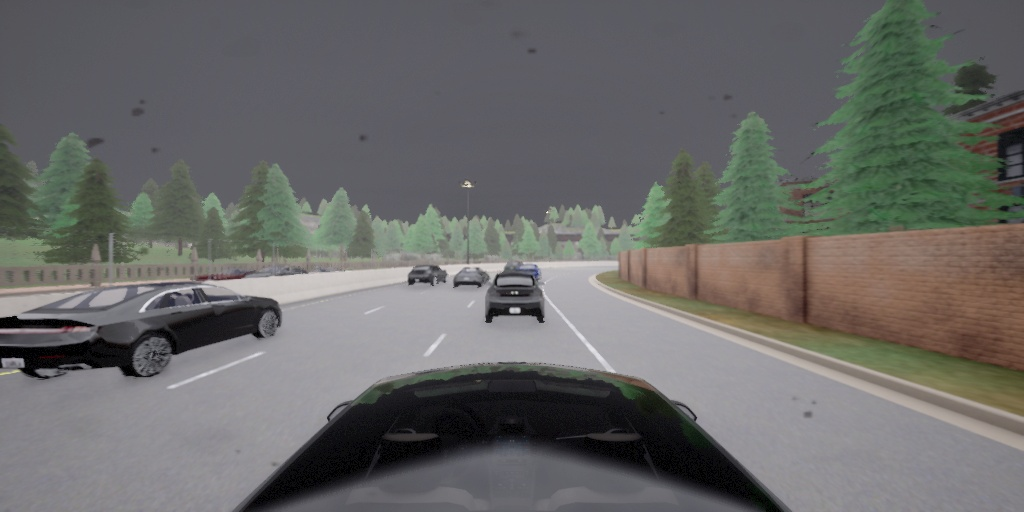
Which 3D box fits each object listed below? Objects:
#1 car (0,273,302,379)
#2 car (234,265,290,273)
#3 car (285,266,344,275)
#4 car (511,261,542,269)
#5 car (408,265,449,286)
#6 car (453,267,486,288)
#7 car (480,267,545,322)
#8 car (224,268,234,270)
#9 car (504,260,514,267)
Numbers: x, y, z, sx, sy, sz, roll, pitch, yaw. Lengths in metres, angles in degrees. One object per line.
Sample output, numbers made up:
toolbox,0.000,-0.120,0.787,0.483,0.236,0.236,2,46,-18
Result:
car,-6.908,1.282,7.391,2.128,1.511,4.902,0,0,0
car,-17.022,1.440,26.138,2.128,1.511,4.902,0,0,6
car,-13.541,1.514,25.767,1.895,1.301,4.718,0,0,6
car,1.496,1.397,30.858,1.882,1.535,5.008,0,0,9
car,-6.155,1.408,26.706,1.837,1.490,4.892,0,0,6
car,-2.773,1.456,25.429,1.994,1.385,4.181,0,0,6
car,0.095,1.319,12.642,1.837,1.490,4.892,0,0,0
car,-20.508,1.570,26.447,1.895,1.301,4.718,0,0,6
car,0.552,1.338,42.057,2.097,1.767,4.553,0,0,15
